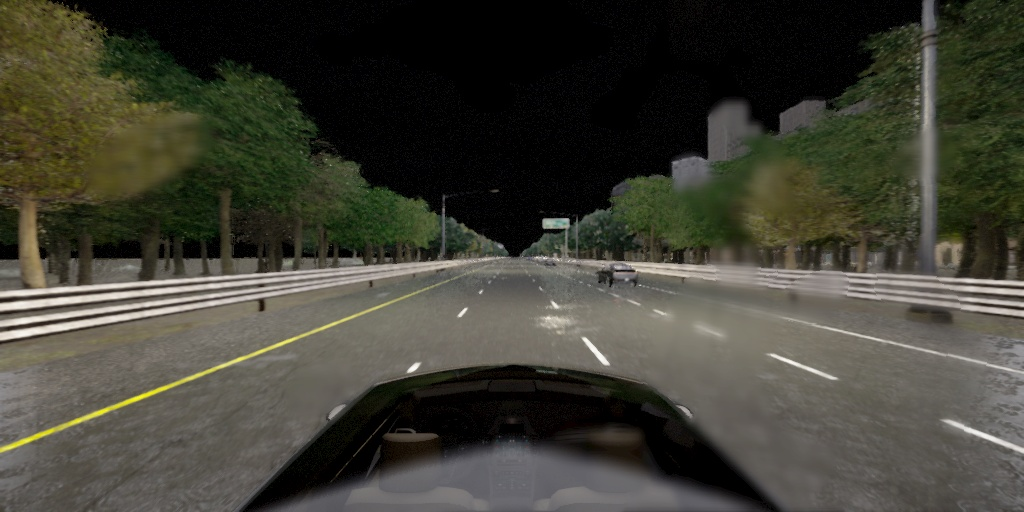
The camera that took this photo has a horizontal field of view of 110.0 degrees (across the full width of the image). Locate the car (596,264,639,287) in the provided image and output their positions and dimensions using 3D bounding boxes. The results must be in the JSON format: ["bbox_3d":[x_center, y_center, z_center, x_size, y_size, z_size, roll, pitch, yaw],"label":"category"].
[{"bbox_3d":[7.031,1.254,24.371,2.128,1.511,4.902,0,0,0],"label":"car"}]
